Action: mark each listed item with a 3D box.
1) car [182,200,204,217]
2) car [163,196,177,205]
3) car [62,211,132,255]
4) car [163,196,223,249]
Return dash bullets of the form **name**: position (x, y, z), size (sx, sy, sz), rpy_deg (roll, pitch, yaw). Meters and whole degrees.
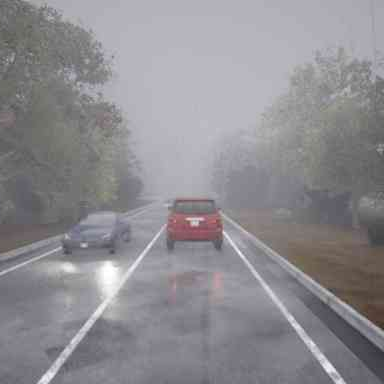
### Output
- **car**: position (0.093, 1.482, 31.574), size (1.994, 1.385, 4.181), rpy_deg (0, 0, 0)
- **car**: position (-3.575, 1.357, 55.025), size (1.994, 1.385, 4.181), rpy_deg (0, 0, 0)
- **car**: position (-3.603, 1.515, 13.433), size (1.812, 1.442, 4.674), rpy_deg (0, 0, 0)
- **car**: position (0.097, 1.208, 14.539), size (2.150, 2.045, 5.566), rpy_deg (0, 0, 0)
